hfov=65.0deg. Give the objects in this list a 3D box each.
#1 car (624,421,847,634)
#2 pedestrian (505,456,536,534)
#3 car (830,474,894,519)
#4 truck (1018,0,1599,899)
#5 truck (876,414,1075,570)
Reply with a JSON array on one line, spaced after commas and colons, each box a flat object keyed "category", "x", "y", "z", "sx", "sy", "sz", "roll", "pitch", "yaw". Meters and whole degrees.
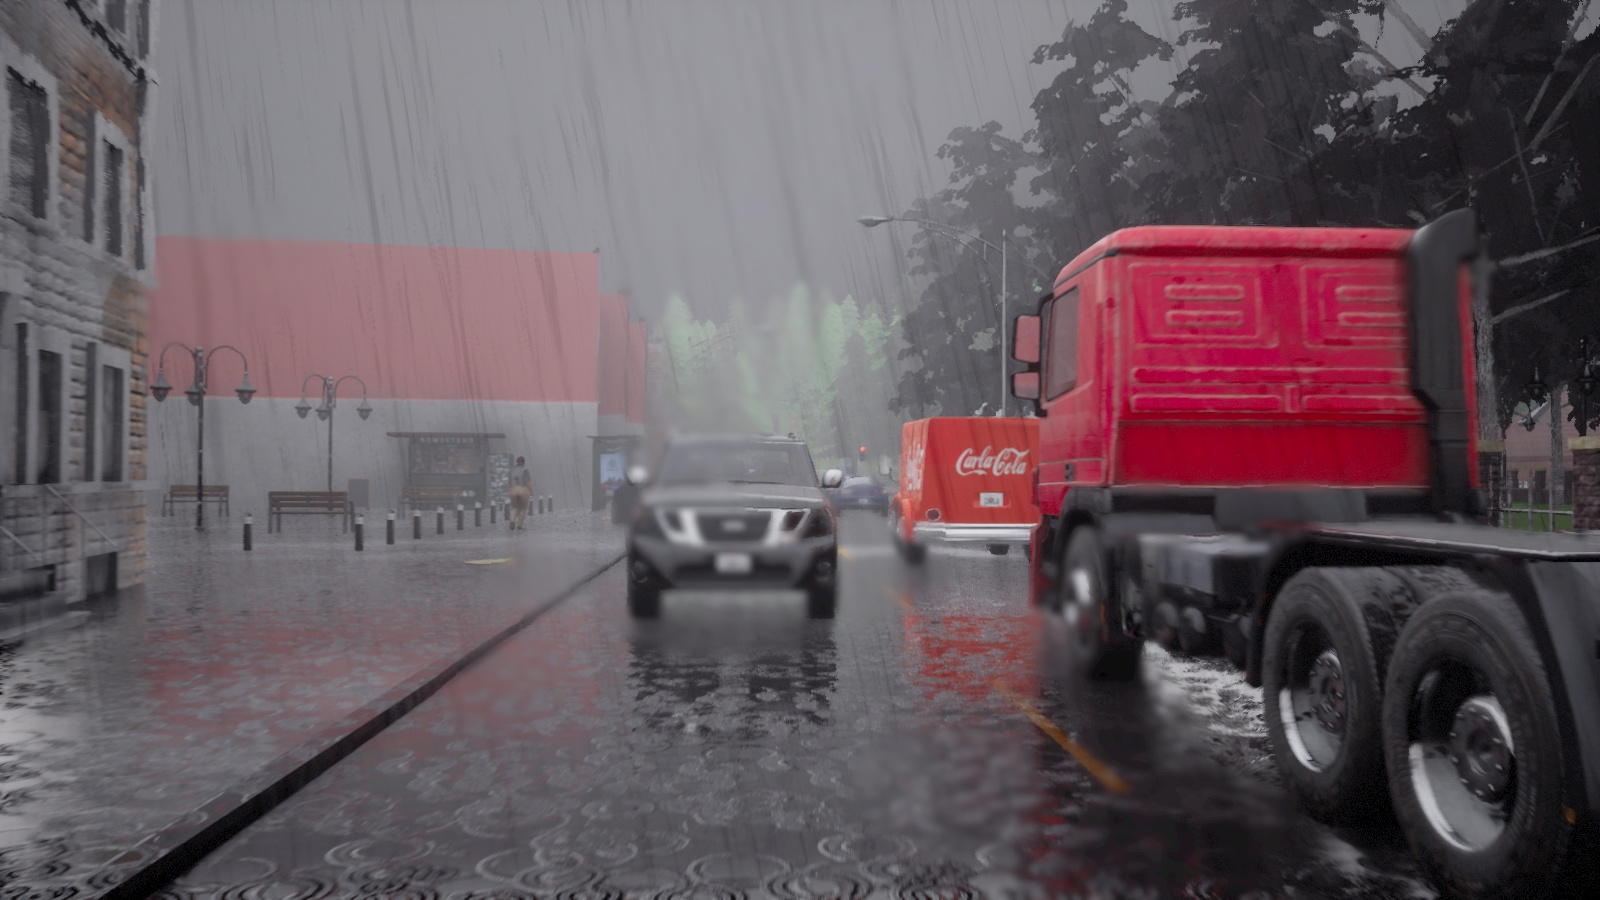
[{"category": "car", "x": -0.738, "y": 0.793, "z": 14.948, "sx": 2.150, "sy": 2.045, "sz": 5.566, "roll": 0, "pitch": -1, "yaw": -2}, {"category": "pedestrian", "x": -6.701, "y": 1.065, "z": 30.125, "sx": 0.540, "sy": 1.848, "sz": 0.694, "roll": 0, "pitch": -1, "yaw": 8}, {"category": "car", "x": 2.104, "y": 1.585, "z": 43.930, "sx": 1.812, "sy": 1.442, "sz": 4.674, "roll": 0, "pitch": -1, "yaw": -2}, {"category": "truck", "x": 3.576, "y": -0.054, "z": 7.360, "sx": 2.891, "sy": 3.462, "sz": 7.936, "roll": 0, "pitch": -1, "yaw": -2}, {"category": "truck", "x": 2.954, "y": 0.704, "z": 22.576, "sx": 2.627, "sy": 2.467, "sz": 5.204, "roll": 0, "pitch": -1, "yaw": -2}]
